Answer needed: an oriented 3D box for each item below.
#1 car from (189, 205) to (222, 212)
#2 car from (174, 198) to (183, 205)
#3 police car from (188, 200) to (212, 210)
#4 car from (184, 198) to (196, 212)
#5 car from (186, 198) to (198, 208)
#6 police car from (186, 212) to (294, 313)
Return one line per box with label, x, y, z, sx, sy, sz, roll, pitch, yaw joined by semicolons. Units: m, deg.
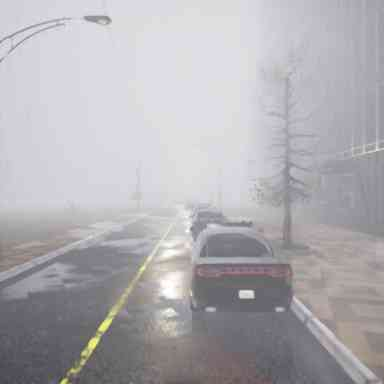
car;0.898;1.675;17.950;1.837;1.490;4.892;0;-1;0
car;-3.005;2.193;75.018;2.128;1.511;4.902;0;-1;0
police car;0.898;1.652;24.061;1.930;1.638;5.238;0;-1;0
car;0.020;1.953;45.563;1.812;1.442;4.674;0;-1;0
car;-0.003;1.904;58.977;2.097;1.767;4.553;0;-1;0
police car;0.899;1.502;8.061;1.930;1.638;5.238;0;-1;0
